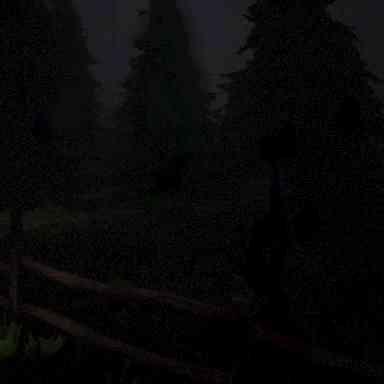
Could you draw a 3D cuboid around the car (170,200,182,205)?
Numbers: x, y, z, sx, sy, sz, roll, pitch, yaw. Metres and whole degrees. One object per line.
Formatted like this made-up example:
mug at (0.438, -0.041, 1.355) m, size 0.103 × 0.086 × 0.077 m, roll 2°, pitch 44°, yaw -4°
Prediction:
car at (-2.751, 1.591, 37.141) m, size 4.181 × 1.385 × 1.994 m, roll 0°, pitch 0°, yaw -13°
